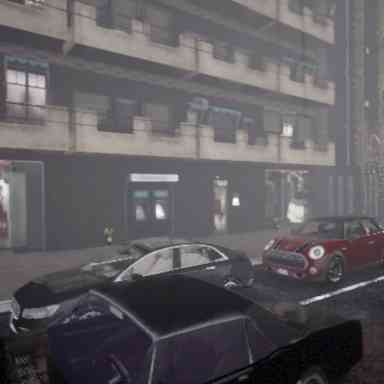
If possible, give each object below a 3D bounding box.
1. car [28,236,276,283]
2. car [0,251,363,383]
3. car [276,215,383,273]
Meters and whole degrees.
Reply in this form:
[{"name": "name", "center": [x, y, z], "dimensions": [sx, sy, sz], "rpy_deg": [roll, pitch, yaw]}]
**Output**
[{"name": "car", "center": [-0.793, 1.545, 6.031], "dimensions": [4.403, 1.369, 2.008], "rpy_deg": [0, -1, -35]}, {"name": "car", "center": [-0.545, 1.598, 2.982], "dimensions": [4.718, 1.301, 1.895], "rpy_deg": [0, 0, -35]}, {"name": "car", "center": [3.848, 1.421, 9.300], "dimensions": [4.097, 1.590, 1.967], "rpy_deg": [0, -1, -35]}]
